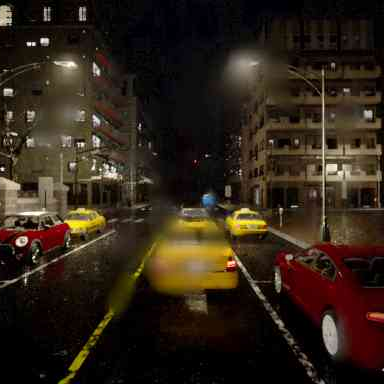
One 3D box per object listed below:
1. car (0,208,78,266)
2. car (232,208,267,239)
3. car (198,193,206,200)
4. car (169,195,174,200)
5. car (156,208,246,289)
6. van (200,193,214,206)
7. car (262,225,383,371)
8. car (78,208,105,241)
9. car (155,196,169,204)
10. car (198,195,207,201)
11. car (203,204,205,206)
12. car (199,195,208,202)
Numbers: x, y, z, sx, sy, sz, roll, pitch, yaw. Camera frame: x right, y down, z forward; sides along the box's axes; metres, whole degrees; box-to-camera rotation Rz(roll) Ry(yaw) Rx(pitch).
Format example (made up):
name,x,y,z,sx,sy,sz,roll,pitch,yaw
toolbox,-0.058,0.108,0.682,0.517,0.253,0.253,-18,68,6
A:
name,x,y,z,sx,sy,sz,roll,pitch,yaw
car,-5.688,1.442,11.387,1.967,1.590,4.097,1,0,0
car,2.688,1.527,17.159,1.752,1.417,4.829,1,0,0
car,2.651,1.249,89.007,2.192,1.841,5.009,1,0,0
car,-5.733,1.516,89.060,1.802,1.307,4.206,1,0,0
car,0.094,1.458,9.127,1.801,1.575,5.366,0,0,0
van,2.670,1.321,54.981,1.690,1.788,3.998,1,0,0
car,2.694,1.546,5.755,1.887,1.381,4.507,1,0,0
car,-5.692,1.527,16.831,1.752,1.417,4.829,1,0,0
car,-5.717,1.556,60.705,1.802,1.307,4.206,1,0,0
car,2.651,1.495,83.336,2.008,1.369,4.403,1,0,0
car,0.096,1.603,19.616,1.895,1.301,4.718,0,0,0
car,2.654,1.503,77.665,2.008,1.369,4.403,1,0,0
